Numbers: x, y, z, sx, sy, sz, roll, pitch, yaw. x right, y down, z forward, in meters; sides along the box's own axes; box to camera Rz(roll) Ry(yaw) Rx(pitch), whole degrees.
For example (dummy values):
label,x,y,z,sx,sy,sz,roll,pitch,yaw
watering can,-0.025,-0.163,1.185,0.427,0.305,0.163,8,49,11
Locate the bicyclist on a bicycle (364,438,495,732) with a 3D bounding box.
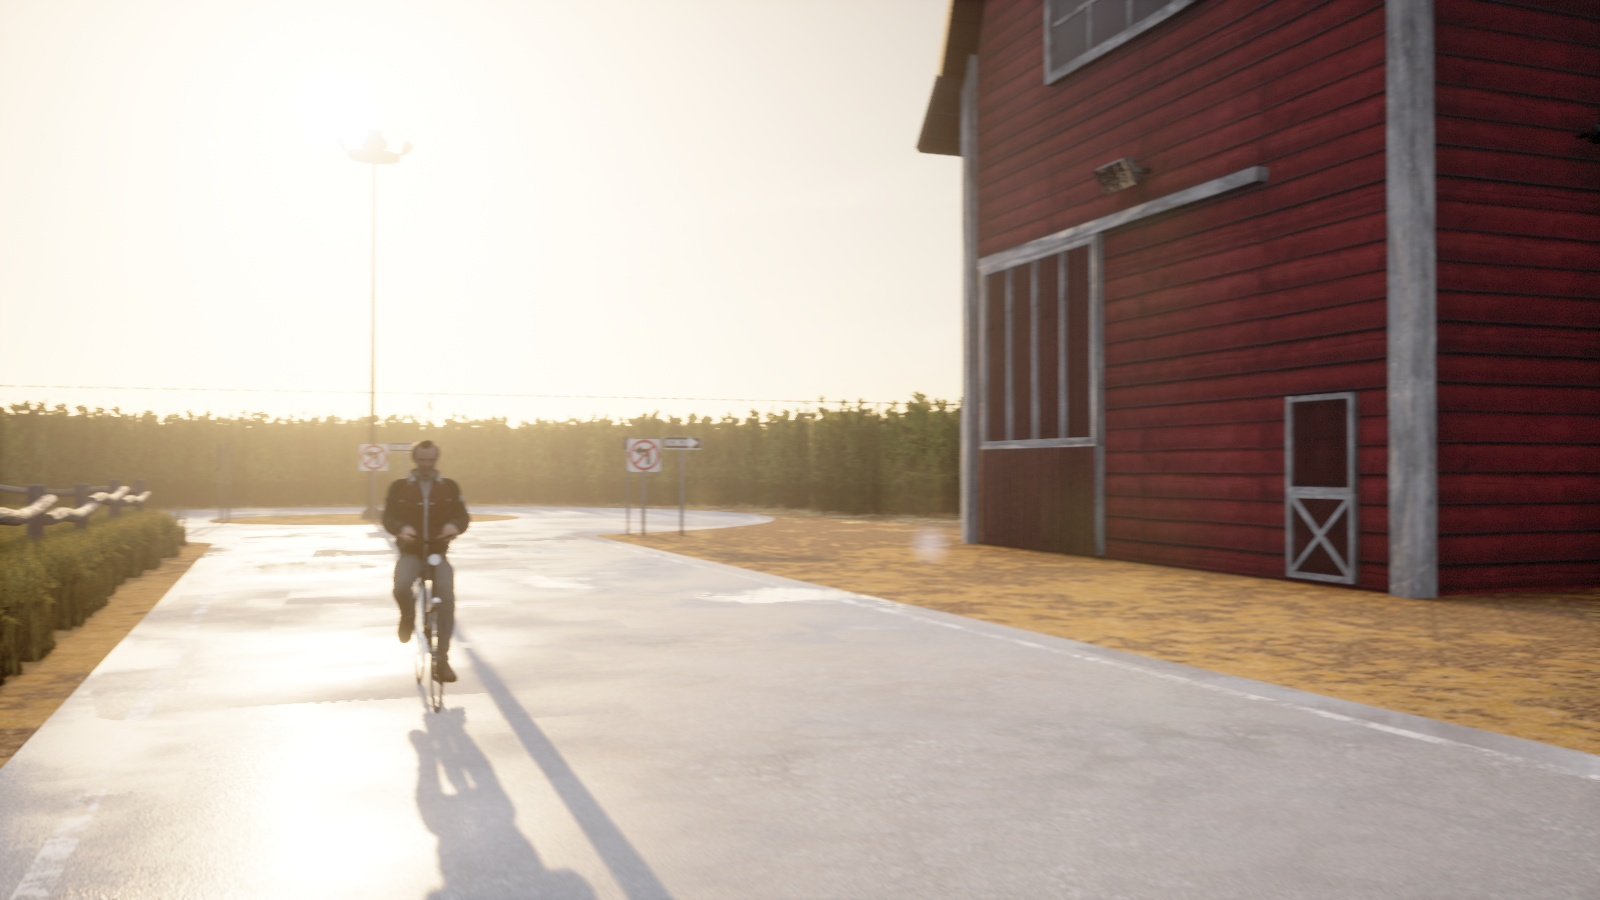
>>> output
label,x,y,z,sx,sy,sz,roll,pitch,yaw
bicyclist on a bicycle,-2.566,0.831,8.559,0.659,1.776,1.843,0,-1,-23
